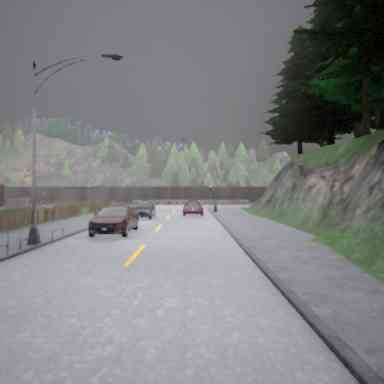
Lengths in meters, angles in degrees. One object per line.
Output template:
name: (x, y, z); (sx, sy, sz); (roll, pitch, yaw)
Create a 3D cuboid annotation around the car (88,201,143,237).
car: (-4.100, 1.454, 18.022); (1.882, 1.535, 5.008); (0, 0, 0)

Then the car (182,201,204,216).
car: (0.096, 1.522, 31.995); (1.994, 1.385, 4.181); (0, 0, 0)

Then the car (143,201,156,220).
car: (-4.096, 1.510, 28.281); (2.033, 1.411, 5.357); (0, 0, 0)
